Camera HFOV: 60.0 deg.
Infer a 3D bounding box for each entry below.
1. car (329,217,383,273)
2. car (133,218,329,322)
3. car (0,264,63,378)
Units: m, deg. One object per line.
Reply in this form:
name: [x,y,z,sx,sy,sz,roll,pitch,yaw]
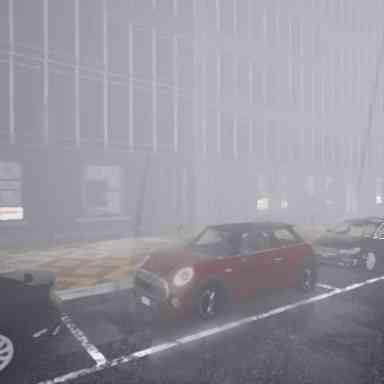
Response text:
car: [5.441,1.499,10.414,4.403,1.369,2.008,0,0,-35]
car: [0.799,1.417,7.120,4.097,1.590,1.967,0,0,-35]
car: [-3.843,1.555,3.824,4.403,1.369,2.008,0,0,-35]
